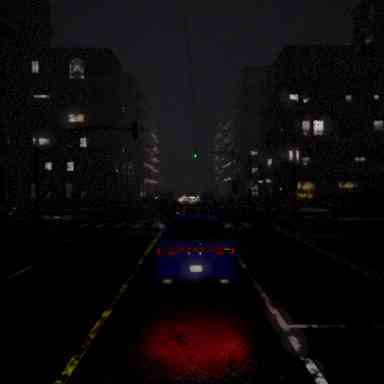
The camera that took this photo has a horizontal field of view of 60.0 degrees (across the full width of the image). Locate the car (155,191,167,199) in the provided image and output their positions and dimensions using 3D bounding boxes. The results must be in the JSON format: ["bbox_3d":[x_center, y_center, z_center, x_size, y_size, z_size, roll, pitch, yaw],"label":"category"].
[{"bbox_3d":[-5.856,0.589,63.271,1.752,1.417,4.829,0,1,0],"label":"car"}]

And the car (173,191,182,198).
[{"bbox_3d":[-3.192,0.510,73.098,1.895,1.301,4.718,0,1,0],"label":"car"}]

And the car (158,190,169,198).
[{"bbox_3d":[-5.871,0.419,69.122,1.967,1.590,4.097,0,1,0],"label":"car"}]

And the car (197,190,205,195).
[{"bbox_3d":[2.450,0.207,91.874,2.008,1.369,4.403,0,1,0],"label":"car"}]

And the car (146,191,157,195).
[{"bbox_3d":[-5.812,0.874,46.396,1.947,1.339,4.313,0,1,0],"label":"car"}]

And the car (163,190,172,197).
[{"bbox_3d":[-5.901,0.257,80.486,1.967,1.590,4.097,0,1,0],"label":"car"}]

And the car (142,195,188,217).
[{"bbox_3d":[-1.949,1.181,23.906,1.812,1.442,4.674,-1,1,-25],"label":"car"}]

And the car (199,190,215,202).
[{"bbox_3d":[2.553,0.665,52.100,1.967,1.590,4.097,0,1,0],"label":"car"}]

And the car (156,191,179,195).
[{"bbox_3d":[-3.195,0.894,43.771,2.033,1.411,5.357,0,1,-1],"label":"car"}]

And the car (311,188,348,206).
[{"bbox_3d":[14.473,0.516,32.757,5.009,1.841,2.192,-1,2,-1],"label":"car"}]

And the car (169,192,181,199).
[{"bbox_3d":[-3.175,0.672,62.760,1.895,1.301,4.718,0,1,0],"label":"car"}]

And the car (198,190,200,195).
[{"bbox_3d":[2.539,0.583,57.782,1.967,1.590,4.097,0,1,0],"label":"car"}]

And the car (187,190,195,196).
[{"bbox_3d":[-0.221,0.231,84.983,1.882,1.535,5.008,0,1,0],"label":"car"}]

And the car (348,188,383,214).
[{"bbox_3d":[14.630,0.657,24.381,5.009,1.841,2.192,-1,2,-1],"label":"car"}]

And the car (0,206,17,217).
[{"bbox_3d":[-16.745,1.482,26.647,4.718,1.301,1.895,-1,1,-1],"label":"car"}]

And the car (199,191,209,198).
[{"bbox_3d":[2.509,0.561,69.148,1.802,1.307,4.206,0,1,0],"label":"car"}]

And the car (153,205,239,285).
[{"bbox_3d":[0.077,1.337,9.111,1.882,1.535,5.008,0,1,0],"label":"car"}]

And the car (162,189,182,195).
[{"bbox_3d":[-3.218,0.561,53.249,2.097,1.767,4.553,0,1,0],"label":"car"}]

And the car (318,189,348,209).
[{"bbox_3d":[14.466,0.750,30.190,4.892,1.490,1.837,-1,1,1],"label":"car"}]

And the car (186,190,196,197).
[{"bbox_3d":[-0.195,0.249,75.117,2.097,1.767,4.553,0,1,0],"label":"car"}]
